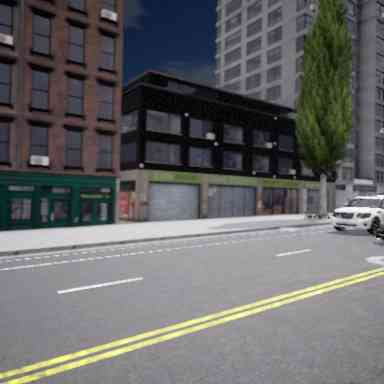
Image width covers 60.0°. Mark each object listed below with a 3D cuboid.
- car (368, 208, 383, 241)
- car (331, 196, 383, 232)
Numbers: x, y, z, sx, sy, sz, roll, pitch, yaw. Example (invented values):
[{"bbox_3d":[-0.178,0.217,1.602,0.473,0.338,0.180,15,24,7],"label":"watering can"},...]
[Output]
[{"bbox_3d":[10.536,1.549,15.191,5.357,1.411,2.033,0,0,-35],"label":"car"},{"bbox_3d":[10.298,1.230,19.013,5.566,2.045,2.150,0,0,-35],"label":"car"}]
